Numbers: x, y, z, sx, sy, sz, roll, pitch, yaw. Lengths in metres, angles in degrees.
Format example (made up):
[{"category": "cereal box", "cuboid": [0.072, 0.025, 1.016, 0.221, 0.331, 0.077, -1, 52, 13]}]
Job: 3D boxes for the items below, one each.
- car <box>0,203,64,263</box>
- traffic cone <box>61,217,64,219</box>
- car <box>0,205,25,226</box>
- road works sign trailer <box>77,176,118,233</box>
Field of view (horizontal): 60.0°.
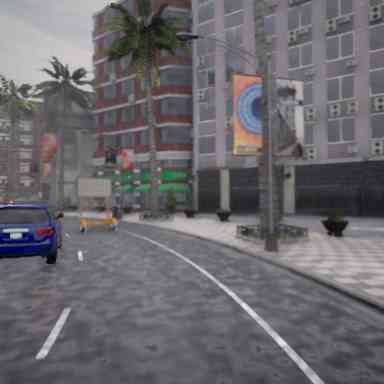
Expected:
[{"category": "car", "cuboid": [-6.116, 1.414, 12.441, 2.150, 2.045, 5.566, 0, 0, -19]}, {"category": "traffic cone", "cuboid": [-13.026, 2.430, 33.488, 0.340, 0.580, 0.340, 0, -1, -36]}, {"category": "car", "cuboid": [-16.312, 1.948, 28.612, 2.128, 1.511, 4.902, 0, -1, -43]}, {"category": "road works sign trailer", "cuboid": [-6.540, 0.759, 22.145, 2.380, 3.560, 2.880, 0, -1, -36]}]
